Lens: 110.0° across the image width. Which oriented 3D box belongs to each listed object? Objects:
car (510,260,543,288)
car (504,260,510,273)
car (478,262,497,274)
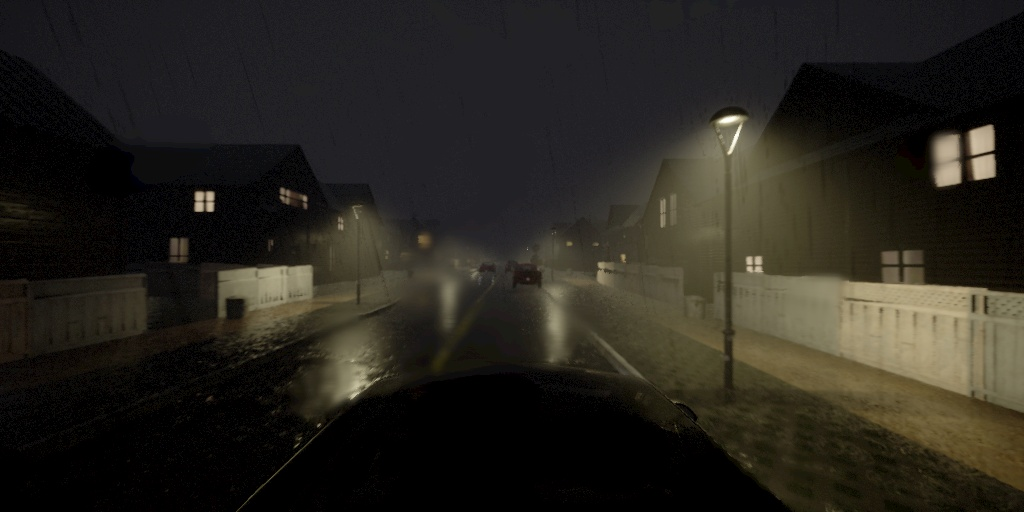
[{"bbox_3d":[0.968,1.232,23.899,1.882,1.535,5.008,0,0,0],"label":"car"},{"bbox_3d":[0.042,1.321,44.488,2.033,1.411,5.357,0,0,0],"label":"car"},{"bbox_3d":[-2.825,1.371,41.912,1.895,1.301,4.718,0,0,0],"label":"car"}]
